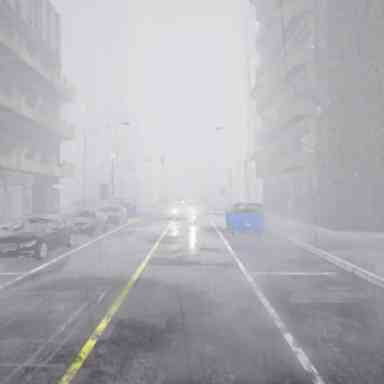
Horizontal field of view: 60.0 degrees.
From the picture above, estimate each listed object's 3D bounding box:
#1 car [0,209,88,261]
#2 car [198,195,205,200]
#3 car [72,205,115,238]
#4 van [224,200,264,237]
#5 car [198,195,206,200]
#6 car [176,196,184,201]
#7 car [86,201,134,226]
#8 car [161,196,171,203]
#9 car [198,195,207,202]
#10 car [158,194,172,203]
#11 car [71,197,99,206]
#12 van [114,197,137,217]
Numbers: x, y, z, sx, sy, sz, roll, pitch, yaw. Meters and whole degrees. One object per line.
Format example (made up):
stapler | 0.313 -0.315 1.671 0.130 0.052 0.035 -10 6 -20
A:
car | -5.647 1.548 12.222 2.008 1.369 4.403 1 0 0
car | 2.679 1.536 94.857 1.947 1.339 4.313 1 0 0
car | -5.649 1.577 17.763 1.802 1.307 4.206 1 0 0
van | 2.703 1.336 17.817 1.690 1.788 3.998 1 0 0
car | 2.681 1.497 89.450 1.752 1.417 4.829 1 0 0
car | -3.021 1.570 80.032 1.895 1.301 4.718 0 0 0
car | -5.650 1.559 23.302 1.947 1.339 4.313 1 0 0
car | -5.696 1.559 72.485 1.802 1.307 4.206 1 0 0
car | 2.682 1.557 78.124 1.802 1.307 4.206 1 0 0
car | -5.692 1.419 66.910 1.967 1.590 4.097 1 0 0
car | -16.505 1.482 51.487 4.097 1.590 1.967 0 -1 0
van | -5.817 1.333 28.844 1.690 1.788 3.998 1 0 0
